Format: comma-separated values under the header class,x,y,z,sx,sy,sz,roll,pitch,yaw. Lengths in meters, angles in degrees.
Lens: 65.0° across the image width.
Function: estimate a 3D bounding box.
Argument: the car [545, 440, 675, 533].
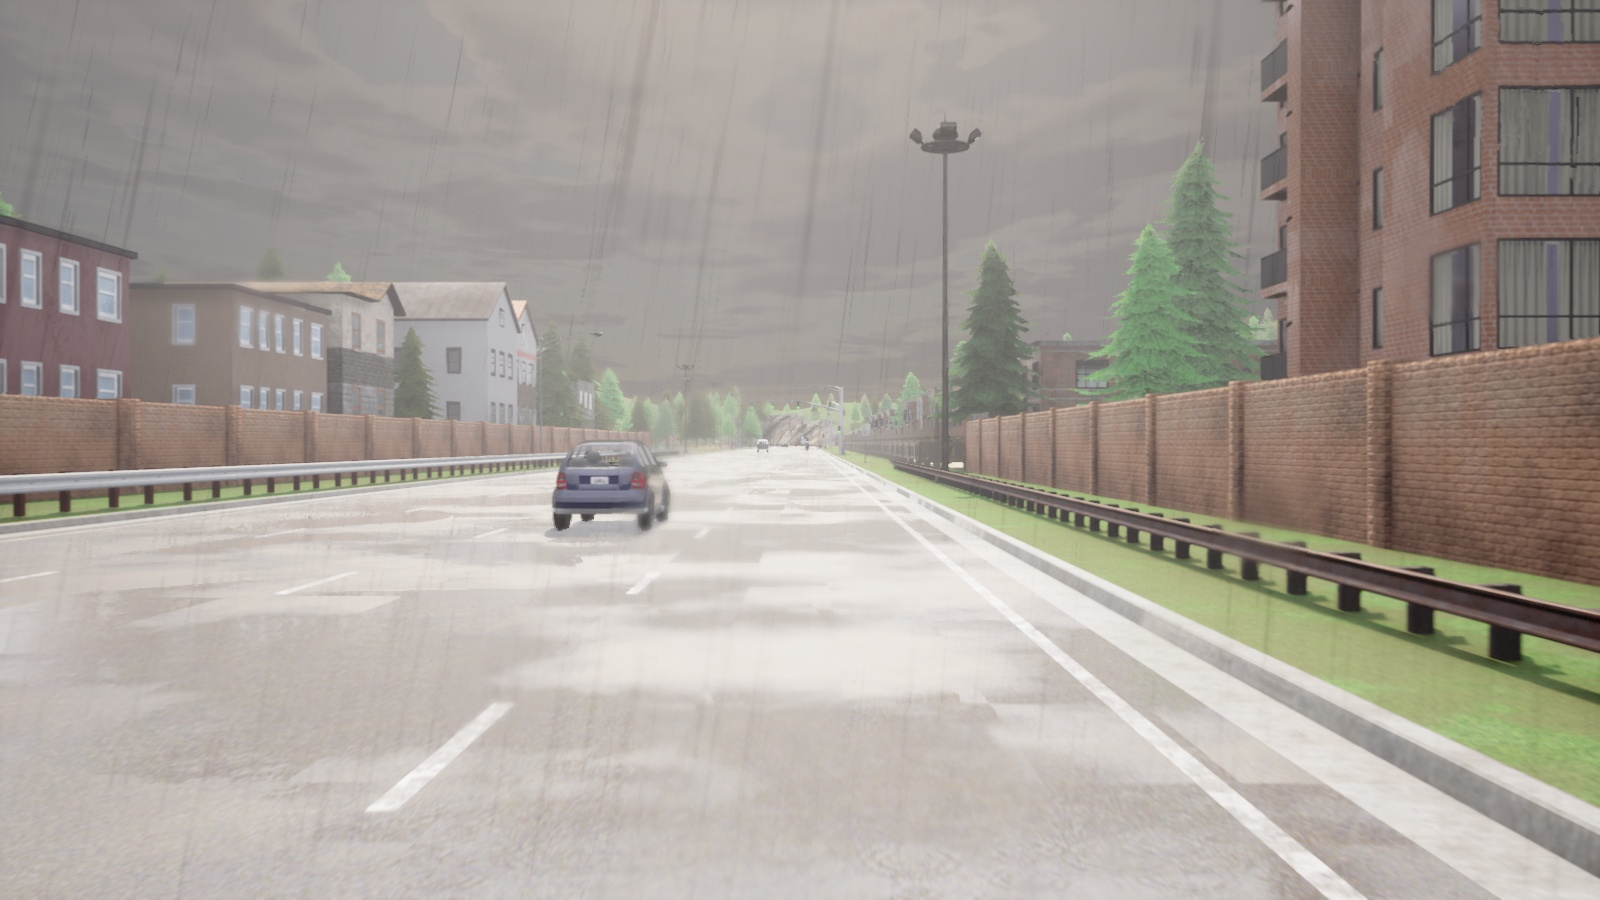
class,x,y,z,sx,sy,sz,roll,pitch,yaw
car,-3.355,0.593,22.860,1.789,1.549,3.705,0,0,0
